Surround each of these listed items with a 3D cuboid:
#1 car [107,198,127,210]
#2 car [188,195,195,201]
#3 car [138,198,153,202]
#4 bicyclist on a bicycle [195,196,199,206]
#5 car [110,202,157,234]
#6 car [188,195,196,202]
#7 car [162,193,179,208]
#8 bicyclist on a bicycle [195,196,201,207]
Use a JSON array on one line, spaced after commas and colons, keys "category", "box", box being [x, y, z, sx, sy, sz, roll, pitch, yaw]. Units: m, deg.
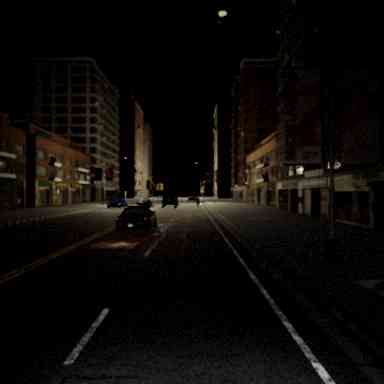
[{"category": "car", "box": [-9.844, 1.481, 43.945, 1.882, 1.535, 5.008, 0, 0, 0]}, {"category": "car", "box": [-0.033, 1.526, 87.302, 1.812, 1.442, 4.674, 0, 0, 0]}, {"category": "car", "box": [-6.589, 1.569, 46.666, 1.994, 1.385, 4.181, 0, 0, 0]}, {"category": "bicyclist on a bicycle", "box": [0.871, 1.459, 55.267, 0.582, 1.620, 1.656, 0, 0, 0]}, {"category": "car", "box": [-3.159, 1.527, 19.327, 1.812, 1.442, 4.674, 0, 0, 0]}, {"category": "car", "box": [-0.030, 1.536, 76.978, 2.128, 1.511, 4.902, 0, 0, 0]}, {"category": "car", "box": [-3.169, 1.226, 49.021, 2.150, 2.045, 5.566, 0, 0, 0]}, {"category": "bicyclist on a bicycle", "box": [0.874, 1.441, 46.838, 0.866, 1.612, 1.509, 0, 0, 0]}]
